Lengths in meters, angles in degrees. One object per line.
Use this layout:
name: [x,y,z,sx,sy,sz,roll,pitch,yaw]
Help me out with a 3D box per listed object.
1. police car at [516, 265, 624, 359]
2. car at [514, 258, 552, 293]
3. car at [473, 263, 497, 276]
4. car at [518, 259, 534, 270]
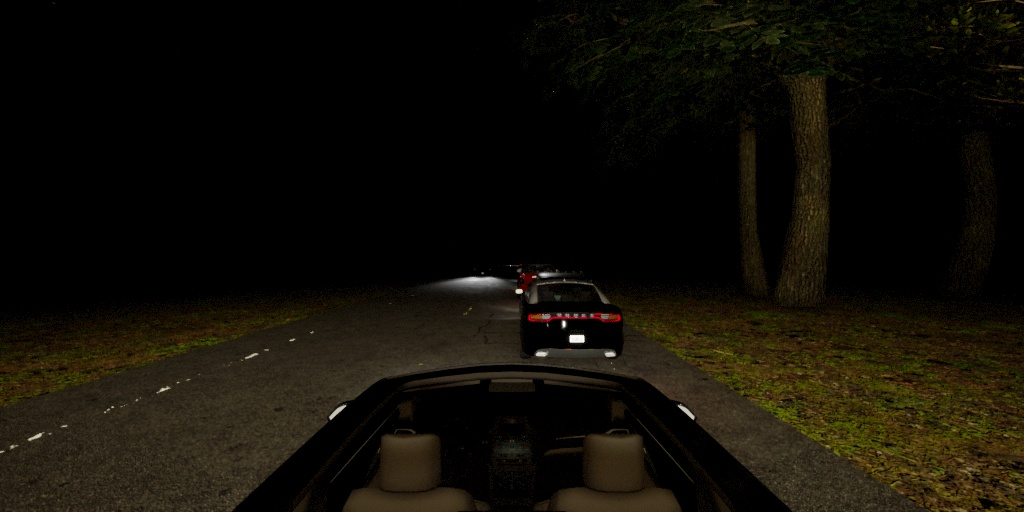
police car: [1.119,1.170,8.549,1.930,1.638,5.238,0,0,1]
car: [1.330,1.084,18.370,2.097,1.767,4.553,0,0,2]
car: [-2.618,1.305,35.550,1.895,1.301,4.718,0,0,3]
car: [2.019,1.231,50.941,2.033,1.411,5.357,0,0,4]
